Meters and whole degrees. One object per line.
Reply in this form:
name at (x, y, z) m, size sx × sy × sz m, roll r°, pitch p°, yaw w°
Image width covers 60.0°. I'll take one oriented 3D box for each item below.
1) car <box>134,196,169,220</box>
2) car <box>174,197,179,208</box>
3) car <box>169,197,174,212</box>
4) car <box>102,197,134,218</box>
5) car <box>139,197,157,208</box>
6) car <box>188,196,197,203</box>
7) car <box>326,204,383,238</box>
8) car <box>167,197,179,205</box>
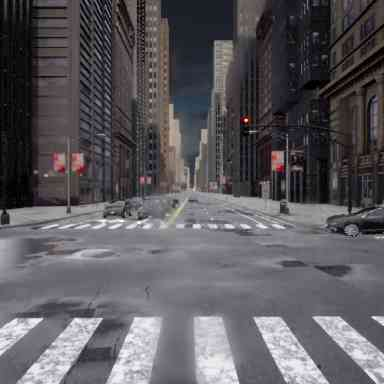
car at (-3.265, 1.338, 27.778) m, size 2.097 × 1.767 × 4.553 m, roll 0°, pitch 0°, yaw -2°
car at (-3.297, 1.532, 46.586) m, size 1.994 × 1.385 × 4.181 m, roll 0°, pitch 0°, yaw 0°
car at (-3.318, 1.504, 36.562) m, size 1.812 × 1.442 × 4.674 m, roll 0°, pitch 0°, yaw 0°
car at (-6.574, 1.489, 29.682) m, size 1.837 × 1.490 × 4.892 m, roll 0°, pitch 0°, yaw 0°
car at (-6.543, 1.511, 50.133) m, size 2.033 × 1.411 × 5.357 m, roll 0°, pitch 0°, yaw 0°
car at (0.163, 1.471, 69.915) m, size 2.033 × 1.411 × 5.357 m, roll 0°, pitch 0°, yaw 0°
car at (8.926, 1.359, 15.657) m, size 4.892 × 1.490 × 1.837 m, roll -1°, pitch 0°, yaw 14°
car at (-3.251, 1.552, 57.976) m, size 1.895 × 1.301 × 4.718 m, roll 0°, pitch 0°, yaw 1°
